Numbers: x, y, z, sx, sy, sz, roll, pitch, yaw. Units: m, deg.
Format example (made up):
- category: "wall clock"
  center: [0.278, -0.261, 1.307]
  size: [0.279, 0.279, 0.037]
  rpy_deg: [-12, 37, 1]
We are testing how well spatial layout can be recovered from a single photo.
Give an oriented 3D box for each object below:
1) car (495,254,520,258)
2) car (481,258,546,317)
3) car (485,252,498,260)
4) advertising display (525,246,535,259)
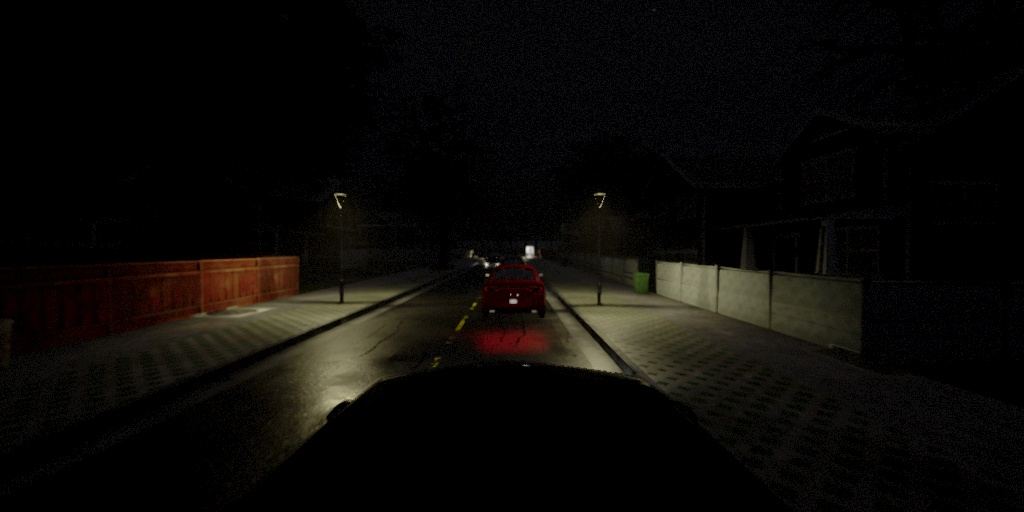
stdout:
- category: "car"
  center: [0.082, 0.795, 26.002]
  size: [2.033, 1.411, 5.357]
  rpy_deg: [0, 1, 1]
- category: "car"
  center: [0.071, 1.012, 12.165]
  size: [1.882, 1.535, 5.008]
  rpy_deg: [0, 1, 1]
- category: "car"
  center: [-2.757, 0.166, 51.348]
  size: [1.882, 1.535, 5.008]
  rpy_deg: [0, 1, 0]
- category: "advertising display"
  center: [3.100, -0.524, 61.573]
  size: [1.540, 2.440, 0.280]
  rpy_deg: [0, 0, 0]
